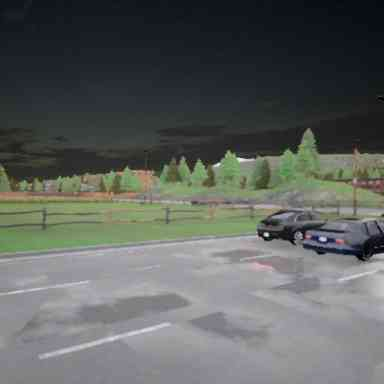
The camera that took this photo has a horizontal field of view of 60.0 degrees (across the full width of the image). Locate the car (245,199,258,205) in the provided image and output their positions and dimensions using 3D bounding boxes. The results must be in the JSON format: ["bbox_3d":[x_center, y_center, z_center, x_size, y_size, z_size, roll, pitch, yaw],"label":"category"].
[{"bbox_3d":[10.856,2.098,70.756,2.033,1.411,5.357,1,0,-36],"label":"car"}]

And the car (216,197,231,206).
[{"bbox_3d":[4.954,1.833,66.960,2.097,1.767,4.553,1,-1,-36],"label":"car"}]

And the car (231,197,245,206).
[{"bbox_3d":[7.988,1.875,68.753,2.097,1.767,4.553,1,-1,-36],"label":"car"}]

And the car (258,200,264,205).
[{"bbox_3d":[13.683,2.150,72.820,1.994,1.385,4.181,1,0,-36],"label":"car"}]

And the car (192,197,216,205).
[{"bbox_3d":[1.874,1.933,65.203,2.128,1.511,4.902,1,0,-36],"label":"car"}]

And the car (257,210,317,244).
[{"bbox_3d":[5.306,1.660,16.228,4.892,1.490,1.837,0,0,-35],"label":"car"}]

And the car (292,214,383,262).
[{"bbox_3d":[6.517,1.689,12.804,5.357,1.411,2.033,1,0,-35],"label":"car"}]
